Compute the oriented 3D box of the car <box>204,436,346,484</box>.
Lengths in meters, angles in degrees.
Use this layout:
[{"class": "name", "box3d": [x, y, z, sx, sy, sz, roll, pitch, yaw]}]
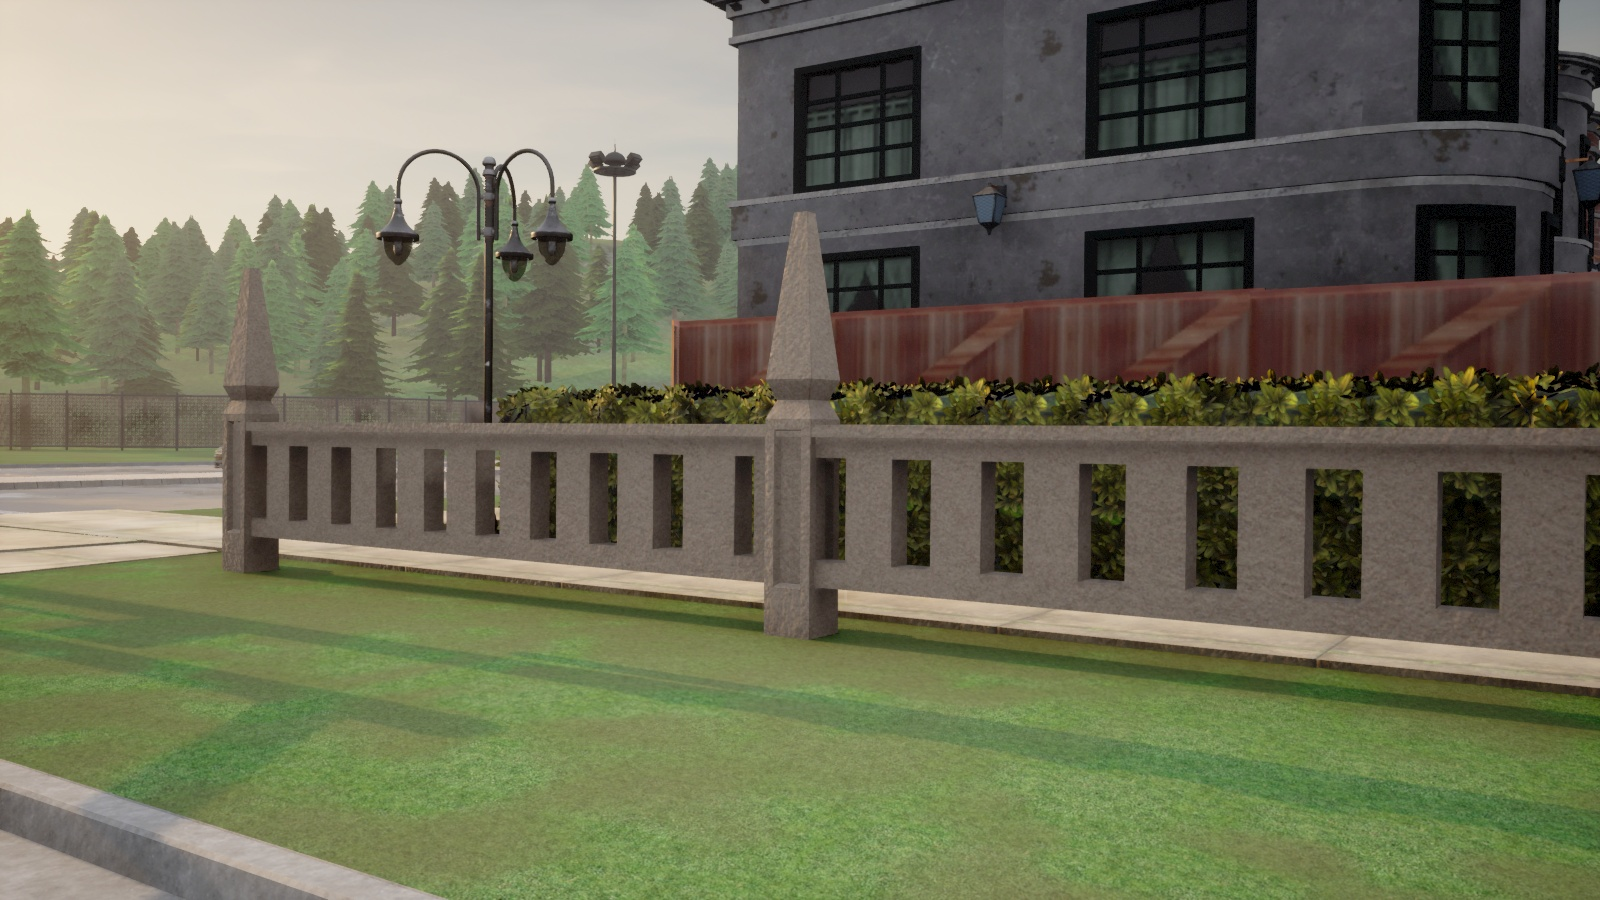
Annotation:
[{"class": "car", "box3d": [-17.180, 0.289, 41.240, 1.970, 1.475, 3.806, 0, 1, 34]}]
